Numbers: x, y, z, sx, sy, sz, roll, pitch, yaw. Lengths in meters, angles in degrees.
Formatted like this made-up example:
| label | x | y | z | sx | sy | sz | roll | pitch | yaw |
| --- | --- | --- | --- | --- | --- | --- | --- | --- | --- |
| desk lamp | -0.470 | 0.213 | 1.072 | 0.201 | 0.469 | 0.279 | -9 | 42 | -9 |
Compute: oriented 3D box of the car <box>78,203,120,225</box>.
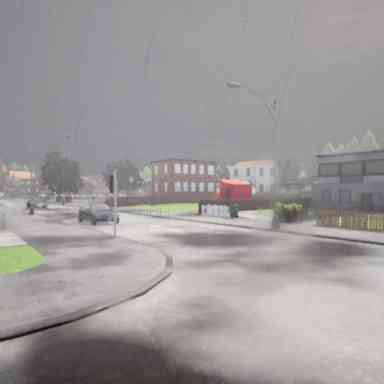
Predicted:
| label | x | y | z | sx | sy | sz | roll | pitch | yaw |
| --- | --- | --- | --- | --- | --- | --- | --- | --- | --- |
| car | -6.790 | 1.514 | 23.925 | 1.812 | 1.442 | 4.674 | 0 | 1 | -36 |

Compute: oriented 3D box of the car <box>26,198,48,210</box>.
| label | x | y | z | sx | sy | sz | roll | pitch | yaw |
| --- | --- | --- | --- | --- | --- | --- | --- | --- | --- |
| car | -19.542 | 1.480 | 41.856 | 2.128 | 1.511 | 4.902 | 0 | 0 | -35 |
